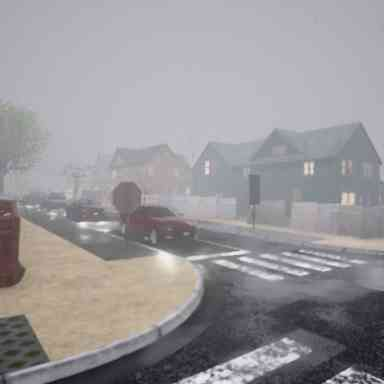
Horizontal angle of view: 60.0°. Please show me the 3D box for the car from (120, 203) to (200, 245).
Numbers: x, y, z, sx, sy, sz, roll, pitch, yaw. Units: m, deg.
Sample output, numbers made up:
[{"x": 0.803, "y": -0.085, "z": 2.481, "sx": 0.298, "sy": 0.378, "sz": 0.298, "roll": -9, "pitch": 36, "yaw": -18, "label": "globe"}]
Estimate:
[{"x": -1.584, "y": 1.285, "z": 14.809, "sx": 1.882, "sy": 1.535, "sz": 5.008, "roll": 2, "pitch": 0, "yaw": -34, "label": "car"}]

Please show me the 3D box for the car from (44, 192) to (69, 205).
[{"x": -17.235, "y": 0.763, "z": 42.263, "sx": 1.837, "sy": 1.490, "sz": 4.892, "roll": 2, "pitch": 0, "yaw": -35, "label": "car"}]

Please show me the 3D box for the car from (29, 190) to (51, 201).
[{"x": -23.184, "y": 0.548, "z": 50.662, "sx": 2.128, "sy": 1.511, "sz": 4.902, "roll": 2, "pitch": 0, "yaw": -35, "label": "car"}]

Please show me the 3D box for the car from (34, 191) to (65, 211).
[{"x": -12.713, "y": 0.968, "z": 30.758, "sx": 2.033, "sy": 1.411, "sz": 5.357, "roll": 2, "pitch": 0, "yaw": -35, "label": "car"}]

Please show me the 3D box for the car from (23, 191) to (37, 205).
[{"x": -18.753, "y": 0.778, "z": 39.456, "sx": 1.994, "sy": 1.385, "sz": 4.181, "roll": 2, "pitch": 0, "yaw": -34, "label": "car"}]

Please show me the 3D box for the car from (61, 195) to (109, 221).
[{"x": -7.280, "y": 1.172, "z": 23.005, "sx": 1.994, "sy": 1.385, "sz": 4.181, "roll": 2, "pitch": 0, "yaw": -34, "label": "car"}]
